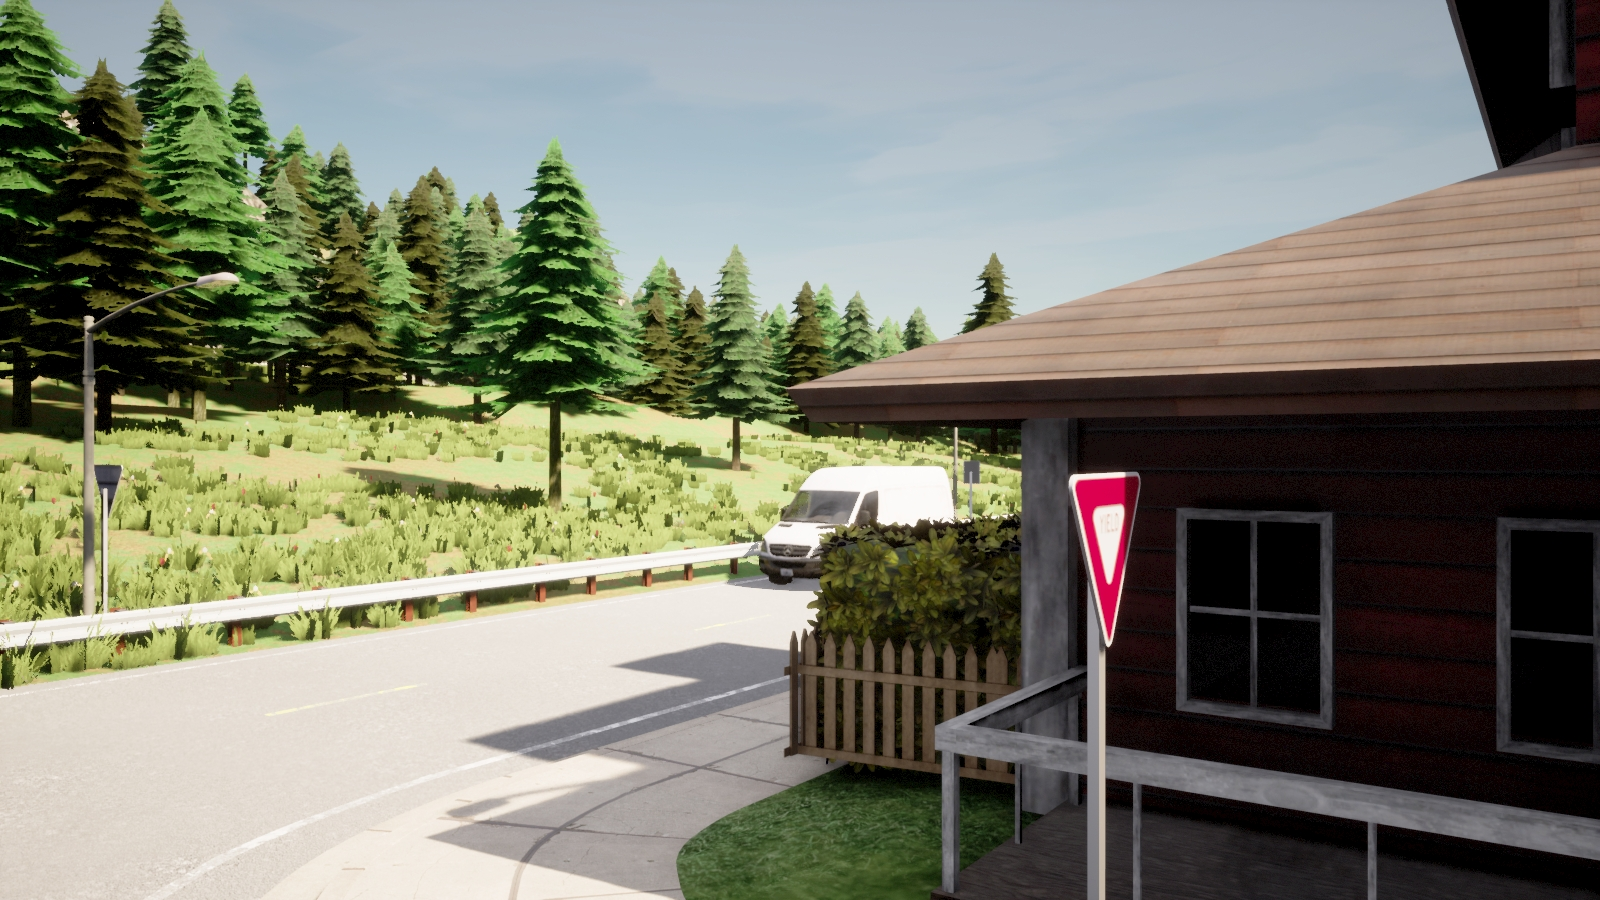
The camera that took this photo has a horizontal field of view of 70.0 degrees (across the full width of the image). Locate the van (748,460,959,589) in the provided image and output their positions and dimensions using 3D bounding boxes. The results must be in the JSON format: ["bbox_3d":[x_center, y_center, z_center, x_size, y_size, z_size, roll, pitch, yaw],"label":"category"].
[{"bbox_3d":[1.399,1.535,26.188,1.988,2.561,5.915,0,0,35],"label":"van"}]
